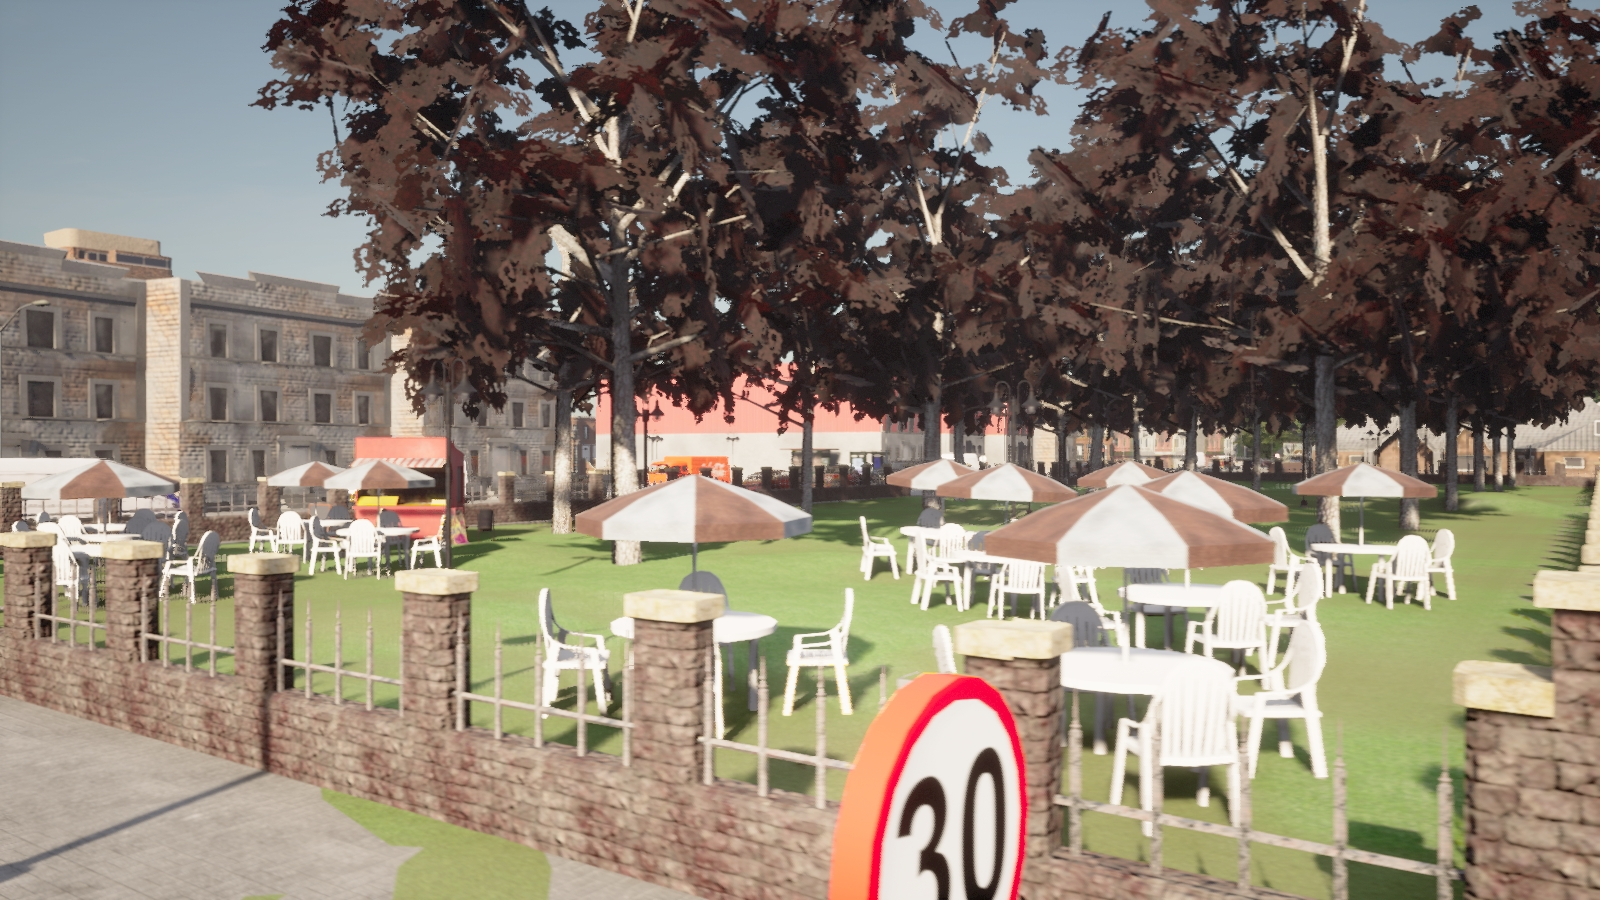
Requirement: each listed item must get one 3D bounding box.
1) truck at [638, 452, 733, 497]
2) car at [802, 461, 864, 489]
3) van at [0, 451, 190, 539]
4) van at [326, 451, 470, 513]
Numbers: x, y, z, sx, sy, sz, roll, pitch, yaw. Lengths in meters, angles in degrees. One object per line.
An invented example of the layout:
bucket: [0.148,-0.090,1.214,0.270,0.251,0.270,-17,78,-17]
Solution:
truck: [-6.510,1.347,65.574,2.627,2.467,5.204,0,0,35]
car: [2.268,1.685,78.167,2.097,1.767,4.553,0,0,35]
van: [-22.610,1.313,35.769,1.988,2.561,5.915,0,0,36]
van: [-17.447,1.314,49.935,1.988,2.561,5.915,0,0,35]
